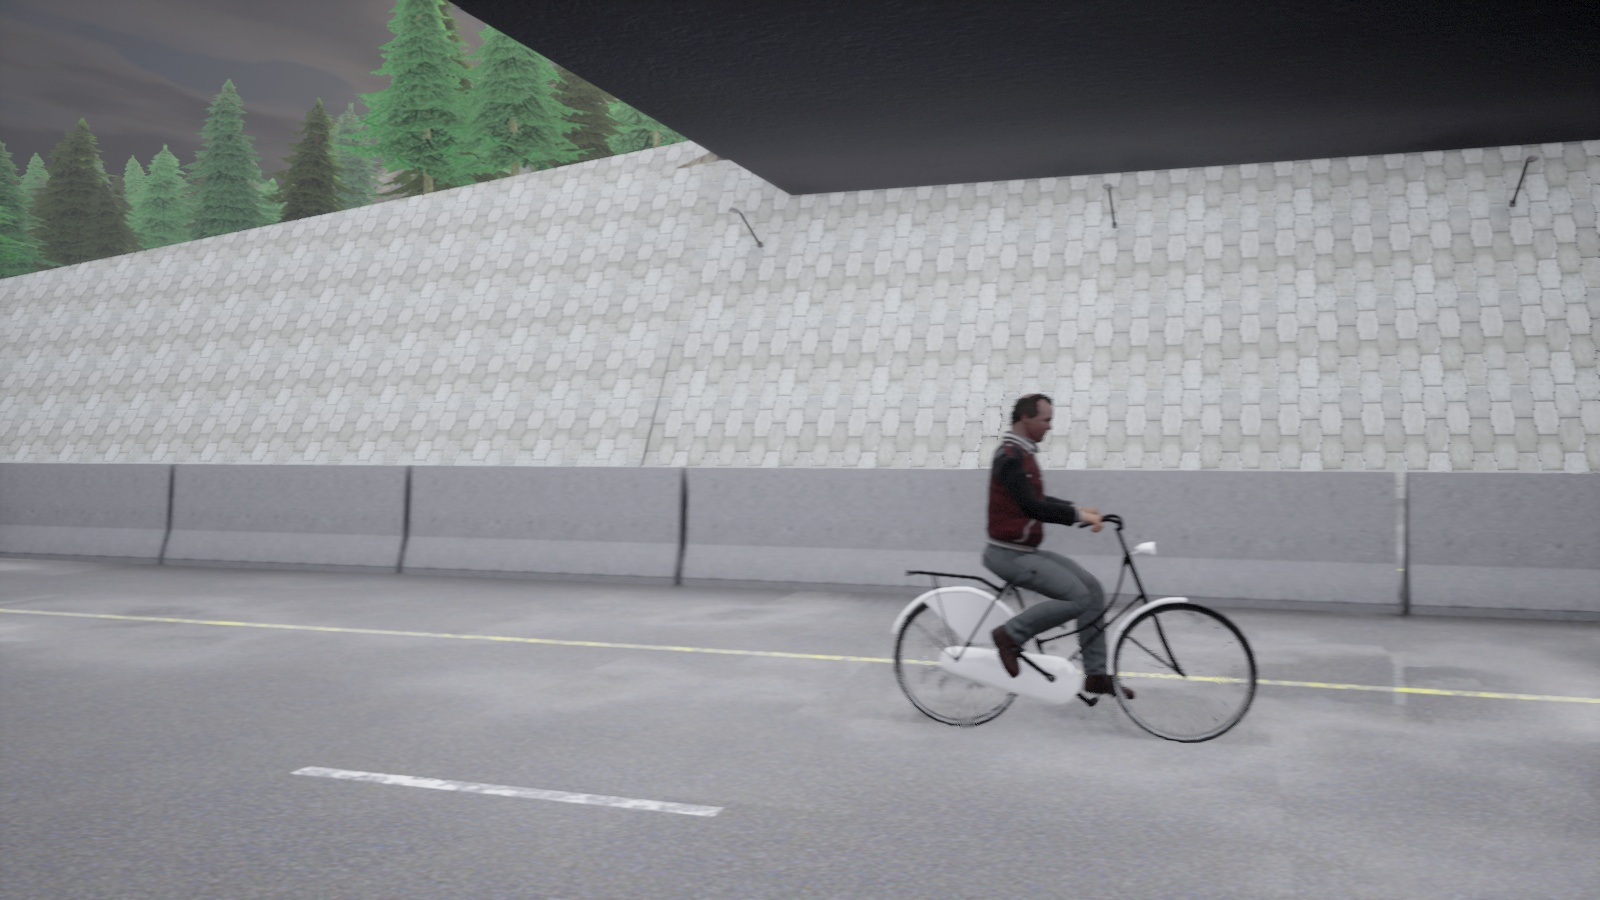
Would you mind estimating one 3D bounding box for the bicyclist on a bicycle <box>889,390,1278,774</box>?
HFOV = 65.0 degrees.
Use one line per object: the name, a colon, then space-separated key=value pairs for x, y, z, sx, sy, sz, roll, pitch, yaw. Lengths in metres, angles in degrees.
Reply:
bicyclist on a bicycle: x=1.430 y=0.600 z=6.403 sx=1.843 sy=1.776 sz=0.659 roll=0 pitch=1 yaw=19
